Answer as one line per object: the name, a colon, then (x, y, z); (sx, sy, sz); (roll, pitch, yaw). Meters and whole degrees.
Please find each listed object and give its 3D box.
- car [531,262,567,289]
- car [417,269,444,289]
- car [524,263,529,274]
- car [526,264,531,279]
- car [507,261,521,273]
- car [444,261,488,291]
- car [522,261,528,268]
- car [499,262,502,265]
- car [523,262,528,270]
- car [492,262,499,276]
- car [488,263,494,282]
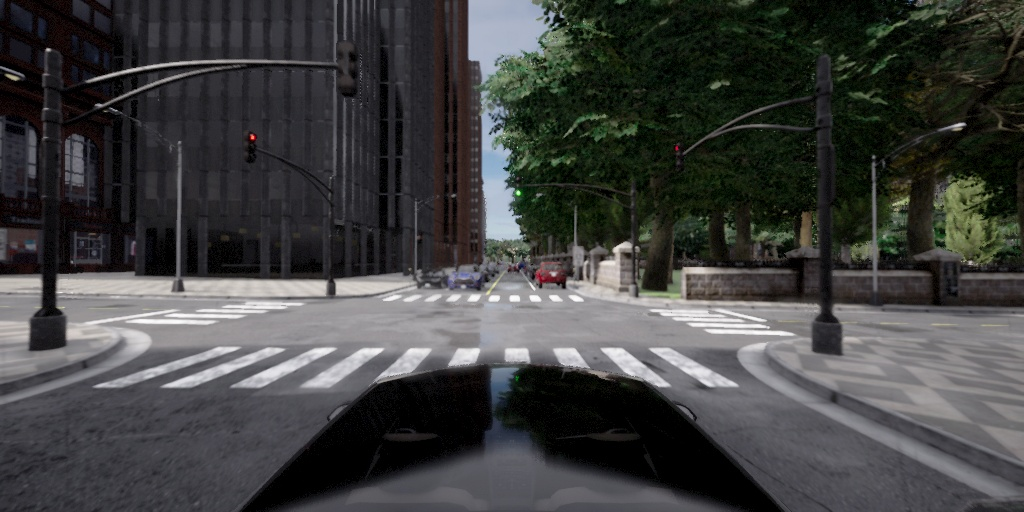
car: (2.812, 1.388, 26.462); (2.192, 1.841, 5.009); (0, 0, 0)
car: (-5.714, 1.638, 26.470); (1.948, 1.339, 4.313); (0, 0, 0)
car: (2.846, 1.848, 42.829); (2.007, 1.370, 4.403); (0, 0, 0)
car: (2.834, 1.788, 37.373); (1.948, 1.339, 4.313); (0, 0, 0)
car: (0.204, 2.050, 59.326); (1.812, 1.442, 4.674); (0, -1, 0)
car: (-3.054, 1.404, 24.900); (2.097, 1.767, 4.553); (0, -1, 0)
car: (2.868, 1.888, 53.741); (1.967, 1.591, 4.097); (0, 0, 0)
car: (-2.964, 2.008, 53.486); (1.994, 1.385, 4.181); (0, -1, 1)
car: (2.857, 1.923, 48.285); (2.007, 1.370, 4.403); (0, 0, 0)
car: (-3.009, 1.798, 43.497); (2.128, 1.511, 4.902); (0, -1, 0)
car: (-3.034, 1.681, 34.001); (1.837, 1.490, 4.892); (0, -1, 0)
